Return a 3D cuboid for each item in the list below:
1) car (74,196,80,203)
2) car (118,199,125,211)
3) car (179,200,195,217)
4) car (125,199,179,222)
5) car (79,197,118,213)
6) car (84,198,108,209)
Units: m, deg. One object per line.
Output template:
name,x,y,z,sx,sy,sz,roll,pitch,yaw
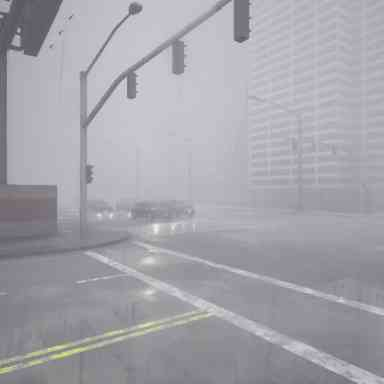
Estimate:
car,-21.554,1.526,65.107,1.812,1.442,4.674,0,0,-35
car,-7.341,1.526,38.588,1.812,1.442,4.674,0,0,-35
car,-1.628,1.492,30.488,2.128,1.511,4.902,0,0,-35
car,-3.340,1.505,26.846,1.837,1.490,4.892,0,0,-35
car,-10.464,1.547,36.932,2.033,1.411,5.357,0,0,-35
car,-13.786,1.601,47.731,1.895,1.301,4.718,0,0,-35
